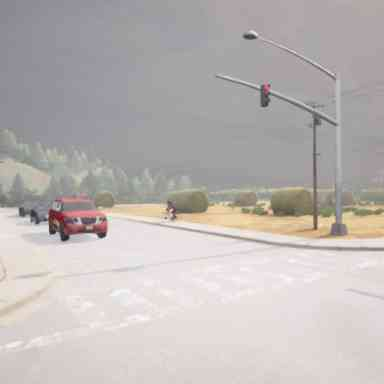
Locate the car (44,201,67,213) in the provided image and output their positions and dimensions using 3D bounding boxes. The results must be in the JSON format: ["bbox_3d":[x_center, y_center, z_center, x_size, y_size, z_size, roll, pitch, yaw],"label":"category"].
[{"bbox_3d":[-17.822,1.936,43.329,1.994,1.385,4.181,0,0,-32],"label":"car"}]

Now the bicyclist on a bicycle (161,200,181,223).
[{"bbox_3d":[-1.535,1.445,24.581,1.656,1.620,0.582,-1,0,-32],"label":"bicyclist on a bicycle"}]

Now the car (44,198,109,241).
[{"bbox_3d":[-6.350,1.381,18.185,2.150,2.045,5.566,0,0,-32],"label":"car"}]

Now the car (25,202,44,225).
[{"bbox_3d":[-11.846,1.739,26.913,2.128,1.511,4.902,0,0,-32],"label":"car"}]

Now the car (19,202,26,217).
[{"bbox_3d":[-17.388,1.840,35.742,1.837,1.490,4.892,0,0,-32],"label":"car"}]
